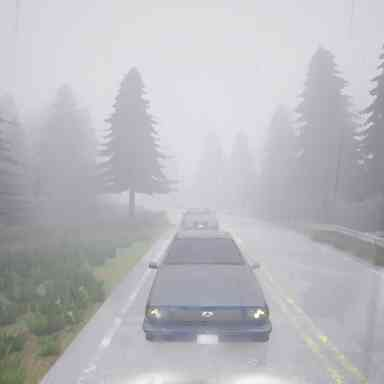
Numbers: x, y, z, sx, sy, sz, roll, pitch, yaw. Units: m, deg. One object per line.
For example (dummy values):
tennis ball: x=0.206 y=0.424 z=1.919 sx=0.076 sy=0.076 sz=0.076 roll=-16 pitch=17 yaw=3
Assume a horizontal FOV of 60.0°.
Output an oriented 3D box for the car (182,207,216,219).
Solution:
car: x=0.386 y=1.584 z=19.135 sx=1.994 sy=1.385 sz=4.181 roll=0 pitch=0 yaw=-2

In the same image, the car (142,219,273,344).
car: x=0.243 y=1.557 z=7.050 sx=2.033 sy=1.411 sz=5.357 roll=0 pitch=0 yaw=1
